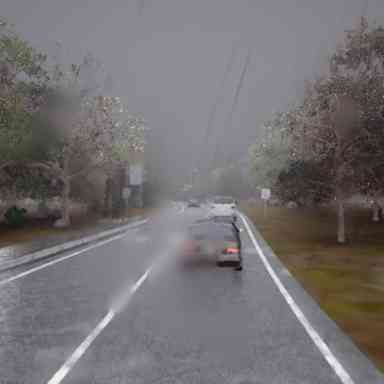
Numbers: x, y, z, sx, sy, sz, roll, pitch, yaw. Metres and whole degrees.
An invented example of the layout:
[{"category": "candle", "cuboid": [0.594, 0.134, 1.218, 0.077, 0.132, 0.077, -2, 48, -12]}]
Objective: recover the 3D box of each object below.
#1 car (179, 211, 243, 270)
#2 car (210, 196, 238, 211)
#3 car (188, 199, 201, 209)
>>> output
[{"category": "car", "cuboid": [0.745, 1.606, 11.247, 2.033, 1.411, 5.357, 0, 0, 6]}, {"category": "car", "cuboid": [2.734, 1.382, 28.645, 2.150, 2.045, 5.566, 0, 0, 7]}, {"category": "car", "cuboid": [0.301, 1.856, 52.888, 2.033, 1.411, 5.357, 0, 0, -1]}]
